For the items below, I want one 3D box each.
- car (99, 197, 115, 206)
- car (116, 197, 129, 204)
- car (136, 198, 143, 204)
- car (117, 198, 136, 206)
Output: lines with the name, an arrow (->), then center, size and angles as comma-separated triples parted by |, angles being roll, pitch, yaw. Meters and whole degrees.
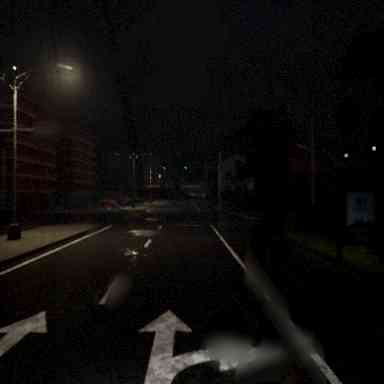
car -> -16.116, 1.741, 63.094 | 2.097, 1.767, 4.553 | 0, 0, -1
car -> -16.376, 2.011, 78.715 | 2.033, 1.411, 5.357 | 0, 0, -1
car -> -12.877, 2.053, 78.801 | 1.895, 1.301, 4.718 | 0, 0, -1
car -> -12.621, 1.870, 63.180 | 2.128, 1.511, 4.902 | 0, 0, 0
